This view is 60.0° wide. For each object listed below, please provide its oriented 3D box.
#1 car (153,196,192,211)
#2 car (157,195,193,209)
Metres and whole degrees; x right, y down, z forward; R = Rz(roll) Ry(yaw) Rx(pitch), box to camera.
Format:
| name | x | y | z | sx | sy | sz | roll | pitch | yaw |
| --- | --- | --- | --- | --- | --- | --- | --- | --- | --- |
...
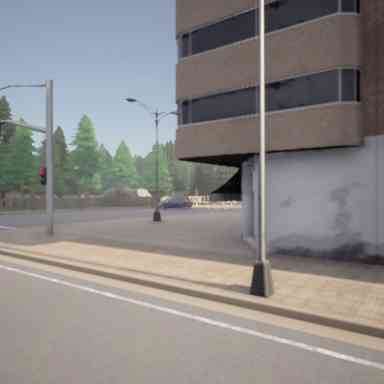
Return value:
| name | x | y | z | sx | sy | sz | roll | pitch | yaw |
| --- | --- | --- | --- | --- | --- | --- | --- | --- | --- |
| car | -2.717 | 1.545 | 42.091 | 4.674 | 1.442 | 1.812 | 0 | 0 | -34 |
| car | -2.321 | 1.378 | 46.406 | 4.553 | 1.767 | 2.097 | 0 | 0 | -30 |
